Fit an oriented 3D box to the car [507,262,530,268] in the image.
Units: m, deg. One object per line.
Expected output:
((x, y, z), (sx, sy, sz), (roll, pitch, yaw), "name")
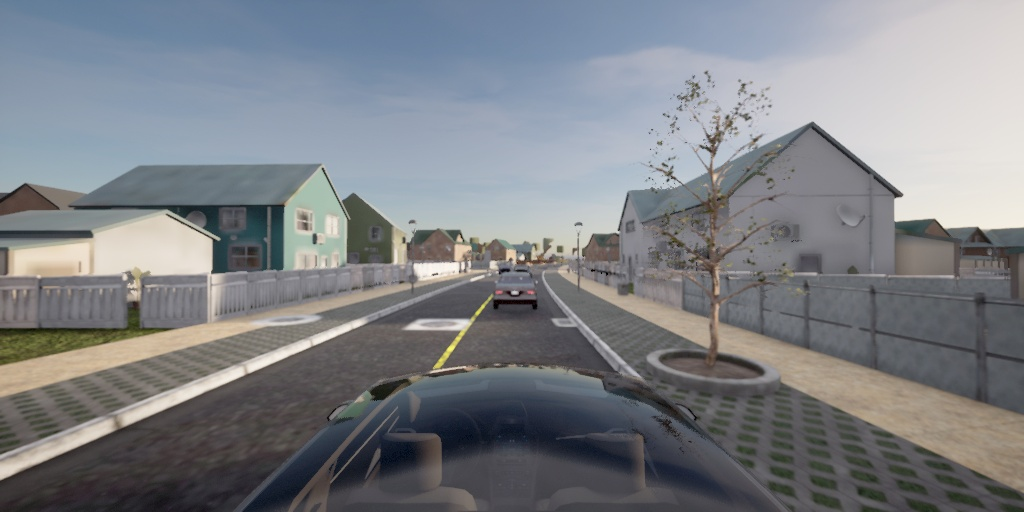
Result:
((0.864, 1.533, 31.019), (1.837, 1.490, 4.892), (0, 0, 4), "car")

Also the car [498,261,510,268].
((-0.585, 1.527, 47.546), (2.097, 1.767, 4.553), (0, 0, 6), "car")

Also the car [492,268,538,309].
((0.174, 1.429, 15.764), (2.033, 1.411, 5.357), (0, -1, 2), "car")
